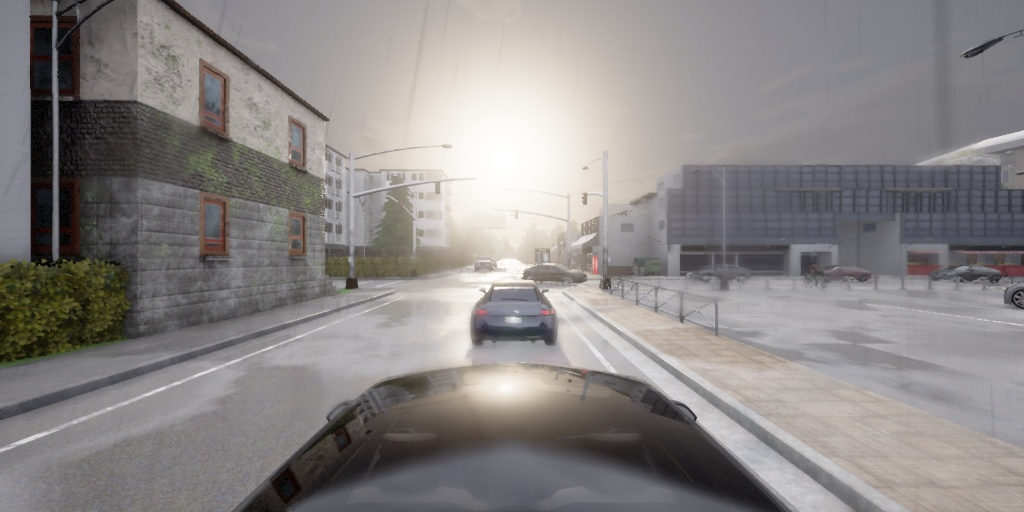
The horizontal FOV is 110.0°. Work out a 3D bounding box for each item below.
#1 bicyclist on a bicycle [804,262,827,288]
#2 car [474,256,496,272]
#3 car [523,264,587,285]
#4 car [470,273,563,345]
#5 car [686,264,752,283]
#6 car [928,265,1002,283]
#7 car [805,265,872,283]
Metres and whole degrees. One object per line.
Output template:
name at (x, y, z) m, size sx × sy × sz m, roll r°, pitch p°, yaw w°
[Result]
bicyclist on a bicycle at (18.689, 1.227, 22.123) m, size 0.582 × 1.620 × 1.656 m, roll 0°, pitch 0°, yaw 0°
car at (-3.655, 0.972, 47.118) m, size 2.150 × 2.045 × 5.566 m, roll 0°, pitch 0°, yaw 0°
car at (3.119, 1.347, 26.872) m, size 4.892 × 1.490 × 1.837 m, roll 0°, pitch 1°, yaw 29°
car at (0.053, 1.314, 9.502) m, size 1.994 × 1.385 × 4.181 m, roll 0°, pitch 0°, yaw 0°
car at (17.032, 1.418, 29.600) m, size 4.902 × 1.511 × 2.128 m, roll 0°, pitch 0°, yaw 0°
car at (37.466, 1.452, 29.654) m, size 4.674 × 1.442 × 1.812 m, roll 0°, pitch 0°, yaw 0°
car at (26.931, 1.452, 29.631) m, size 4.674 × 1.442 × 1.812 m, roll 0°, pitch 0°, yaw 0°
